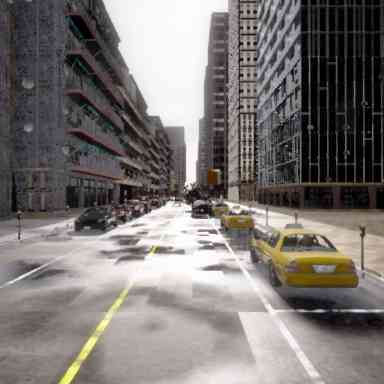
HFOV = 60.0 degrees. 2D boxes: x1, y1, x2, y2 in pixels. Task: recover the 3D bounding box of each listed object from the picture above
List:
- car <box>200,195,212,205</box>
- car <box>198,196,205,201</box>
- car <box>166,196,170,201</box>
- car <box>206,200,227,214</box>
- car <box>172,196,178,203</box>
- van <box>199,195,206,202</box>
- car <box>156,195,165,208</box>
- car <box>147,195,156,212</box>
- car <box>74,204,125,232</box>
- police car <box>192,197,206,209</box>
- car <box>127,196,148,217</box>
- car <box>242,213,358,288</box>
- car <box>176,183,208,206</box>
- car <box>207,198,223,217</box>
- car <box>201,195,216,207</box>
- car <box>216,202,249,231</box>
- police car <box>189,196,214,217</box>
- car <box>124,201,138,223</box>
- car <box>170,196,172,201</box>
[{"bbox_3d":[2.694,1.455,65.544,2.192,1.841,5.009,0,0,0],"label":"car"},{"bbox_3d":[2.692,1.859,93.861,1.802,1.307,4.206,0,0,0],"label":"car"},{"bbox_3d":[-5.686,1.433,59.882,2.192,1.841,5.009,0,0,0],"label":"car"},{"bbox_3d":[2.694,1.618,37.228,1.947,1.339,4.313,0,0,0],"label":"car"},{"bbox_3d":[-3.000,1.659,76.742,1.882,1.535,5.008,0,0,0],"label":"car"},{"bbox_3d":[2.693,1.588,88.198,1.690,1.788,3.998,0,0,0],"label":"van"},{"bbox_3d":[-5.685,1.396,48.554,2.192,1.841,5.009,0,0,0],"label":"car"},{"bbox_3d":[-5.684,1.367,37.229,2.192,1.841,5.009,0,0,0],"label":"car"},{"bbox_3d":[-5.685,1.581,20.239,1.947,1.339,4.313,0,0,0],"label":"car"},{"bbox_3d":[0.899,1.507,48.203,1.930,1.638,5.238,0,0,0],"label":"police car"},{"bbox_3d":[-5.685,1.478,31.564,1.967,1.590,4.097,0,0,0],"label":"car"},{"bbox_3d":[2.696,1.528,9.084,1.752,1.417,4.829,0,0,0],"label":"car"},{"bbox_3d":[-0.113,0.427,41.966,2.045,2.150,5.566,-22,12,-9],"label":"car"},{"bbox_3d":[2.694,1.564,31.734,1.752,1.417,4.829,0,0,0],"label":"car"},{"bbox_3d":[2.695,1.414,54.219,2.192,1.841,5.009,0,0,0],"label":"car"},{"bbox_3d":[2.695,1.541,20.409,1.752,1.417,4.829,0,0,0],"label":"car"},{"bbox_3d":[0.899,1.465,32.203,1.930,1.638,5.238,0,0,0],"label":"police car"},{"bbox_3d":[-5.686,1.608,25.901,1.802,1.307,4.206,0,0,0],"label":"car"},{"bbox_3d":[-5.688,1.813,88.197,1.947,1.339,4.313,0,0,0],"label":"car"}]
